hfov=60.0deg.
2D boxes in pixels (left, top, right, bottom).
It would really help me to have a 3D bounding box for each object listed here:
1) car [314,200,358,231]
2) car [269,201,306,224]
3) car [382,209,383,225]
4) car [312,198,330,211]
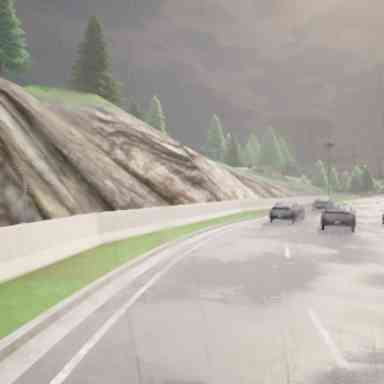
[{"bbox_3d":[9.119,1.481,20.661,2.128,1.511,4.902,0,0,26],"label":"car"},{"bbox_3d":[7.153,1.454,24.762,2.128,1.511,4.902,0,0,29],"label":"car"},{"bbox_3d":[13.570,1.580,21.667,1.994,1.385,4.181,0,0,28],"label":"car"},{"bbox_3d":[15.335,1.460,38.834,2.128,1.511,4.902,1,0,31],"label":"car"}]
